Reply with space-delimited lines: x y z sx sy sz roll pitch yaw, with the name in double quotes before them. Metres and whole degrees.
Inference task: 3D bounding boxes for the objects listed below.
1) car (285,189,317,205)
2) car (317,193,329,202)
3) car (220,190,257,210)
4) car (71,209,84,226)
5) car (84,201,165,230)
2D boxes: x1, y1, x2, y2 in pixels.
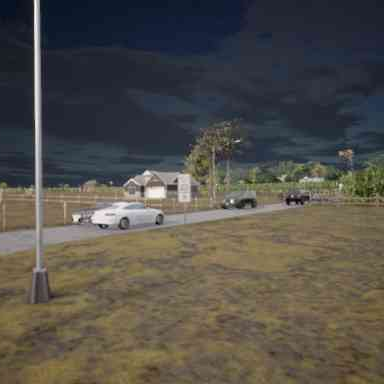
"car" 14.233 0.661 44.117 2.150 2.045 5.566 -2 0 36
"car" 20.149 0.870 52.564 2.033 1.411 5.357 -2 0 35
"car" 5.217 0.862 36.354 2.150 2.045 5.566 -2 0 35
"car" -5.367 1.324 21.359 2.128 1.511 4.902 -2 0 35
"car" -3.511 1.289 19.040 1.812 1.442 4.674 -2 -1 35
